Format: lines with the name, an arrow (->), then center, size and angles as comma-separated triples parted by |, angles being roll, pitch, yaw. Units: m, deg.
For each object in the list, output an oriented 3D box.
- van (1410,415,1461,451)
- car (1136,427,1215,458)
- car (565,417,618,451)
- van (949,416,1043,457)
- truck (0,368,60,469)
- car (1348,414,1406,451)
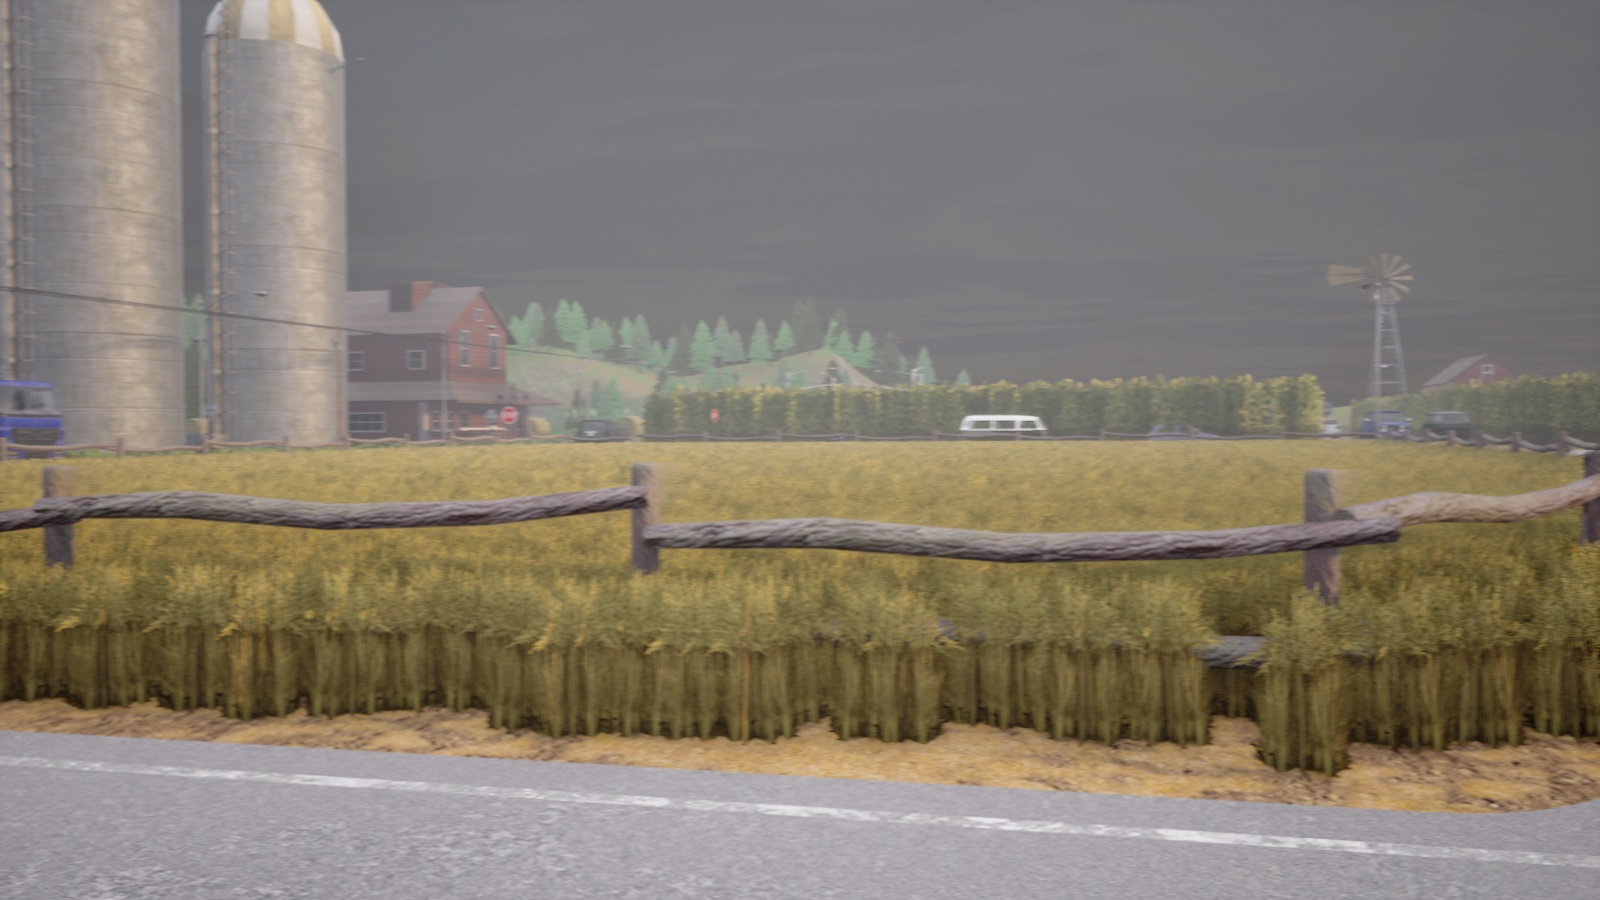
van -> 36.018, -0.969, 71.276 | 1.775, 1.987, 4.442 | 0, 1, 16
car -> 18.258, -0.373, 61.098 | 3.633, 1.501, 1.845 | 0, 1, 16
car -> -13.081, -1.021, 79.172 | 2.150, 2.045, 5.566 | 0, 1, 3
van -> 9.908, -0.678, 63.443 | 4.480, 2.038, 2.069 | 0, 1, 16
truck -> -31.178, -1.109, 45.220 | 7.936, 3.462, 2.891 | 0, 1, 12
car -> 32.973, -1.024, 71.910 | 2.150, 2.045, 5.566 | 0, 1, 16
